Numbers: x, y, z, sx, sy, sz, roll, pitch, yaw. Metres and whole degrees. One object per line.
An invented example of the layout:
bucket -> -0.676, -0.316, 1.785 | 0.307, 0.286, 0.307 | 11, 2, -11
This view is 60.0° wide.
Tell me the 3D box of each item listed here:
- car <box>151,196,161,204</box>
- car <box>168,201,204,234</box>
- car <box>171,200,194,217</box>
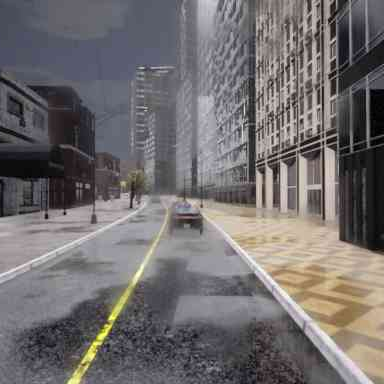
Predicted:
car -> -6.672, 1.508, 61.799 | 2.033, 1.411, 5.357 | 0, 0, -7
car -> -0.352, 1.490, 19.083 | 2.128, 1.511, 4.902 | 0, 0, -2
car -> -1.034, 1.540, 32.049 | 2.033, 1.411, 5.357 | 0, 0, -3
